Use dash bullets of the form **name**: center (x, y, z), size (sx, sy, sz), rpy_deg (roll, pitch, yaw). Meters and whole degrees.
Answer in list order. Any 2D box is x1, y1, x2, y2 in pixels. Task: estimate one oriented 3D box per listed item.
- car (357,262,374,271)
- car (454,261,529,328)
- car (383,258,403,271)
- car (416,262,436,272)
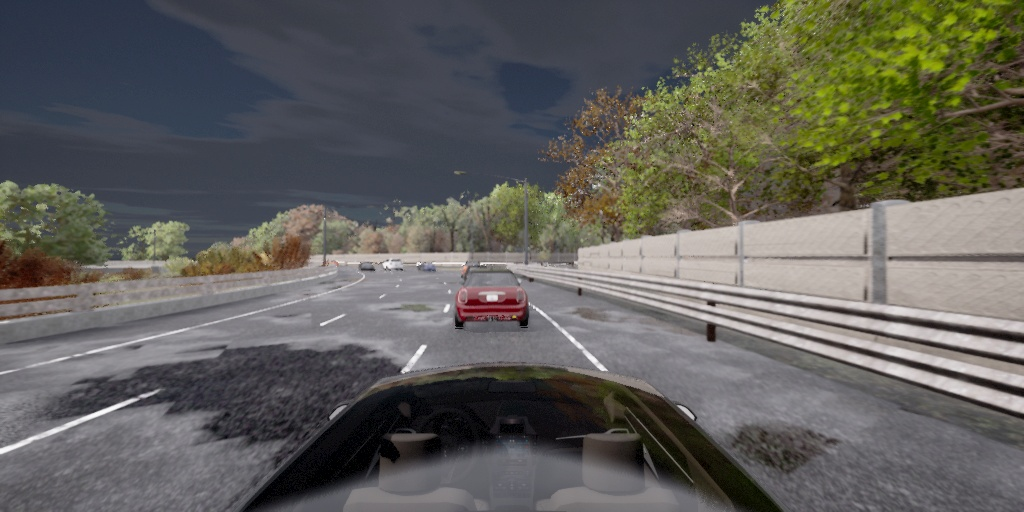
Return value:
- **car**: center (-23.158, 1.698, 56.823), size (1.994, 1.385, 4.181), rpy_deg (0, 0, -31)
- **car**: center (-0.693, 1.167, 11.812), size (2.097, 1.767, 4.553), rpy_deg (0, 0, -4)
- **car**: center (-18.759, 1.347, 56.351), size (2.150, 2.045, 5.566), rpy_deg (0, 0, -30)
- **car**: center (-12.602, 1.639, 52.522), size (2.033, 1.411, 5.357), rpy_deg (0, 0, -27)
